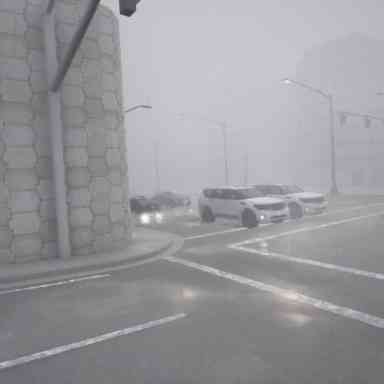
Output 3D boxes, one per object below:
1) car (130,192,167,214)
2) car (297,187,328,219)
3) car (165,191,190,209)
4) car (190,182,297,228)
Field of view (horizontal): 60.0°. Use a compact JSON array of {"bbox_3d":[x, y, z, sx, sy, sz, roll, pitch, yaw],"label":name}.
[{"bbox_3d":[-4.186,1.006,27.545,1.994,1.385,4.181,-5,3,-34],"label":"car"},{"bbox_3d":[5.317,0.428,20.214,2.150,2.045,5.566,-5,3,-37],"label":"car"},{"bbox_3d":[-1.973,0.699,30.442,2.128,1.511,4.902,-5,3,-35],"label":"car"},{"bbox_3d":[2.528,0.667,17.981,2.150,2.045,5.566,-5,3,-35],"label":"car"}]
